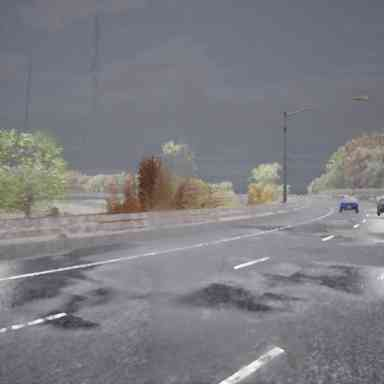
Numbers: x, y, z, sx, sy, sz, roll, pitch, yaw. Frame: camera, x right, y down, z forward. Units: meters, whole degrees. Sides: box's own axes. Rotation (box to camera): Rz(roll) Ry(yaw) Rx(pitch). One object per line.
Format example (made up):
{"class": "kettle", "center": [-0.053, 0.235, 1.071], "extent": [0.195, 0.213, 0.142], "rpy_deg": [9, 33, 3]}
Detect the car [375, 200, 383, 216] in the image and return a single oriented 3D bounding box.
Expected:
{"class": "car", "center": [19.397, 1.541, 32.982], "extent": [1.837, 1.490, 4.892], "rpy_deg": [0, 0, 27]}

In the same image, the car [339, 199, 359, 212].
{"class": "car", "center": [18.275, 1.513, 38.705], "extent": [1.882, 1.535, 5.008], "rpy_deg": [0, 0, 25]}
